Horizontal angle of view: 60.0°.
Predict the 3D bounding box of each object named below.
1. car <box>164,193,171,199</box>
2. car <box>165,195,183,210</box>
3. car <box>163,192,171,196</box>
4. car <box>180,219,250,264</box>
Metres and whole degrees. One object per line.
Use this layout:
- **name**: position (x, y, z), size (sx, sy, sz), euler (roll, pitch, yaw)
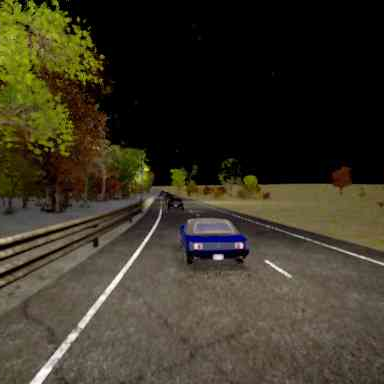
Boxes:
- **car**: position (-4.298, 1.460, 66.116), size (1.837, 1.490, 4.892), euler (0, 0, -5)
- **car**: position (-2.141, 1.446, 42.083), size (1.882, 1.535, 5.008), euler (0, 0, -5)
- **car**: position (-6.492, 1.379, 90.577), size (1.812, 1.442, 4.674), euler (0, 0, -5)
- **car**: position (0.570, 1.595, 11.856), size (1.895, 1.301, 4.718), euler (0, 0, -5)
